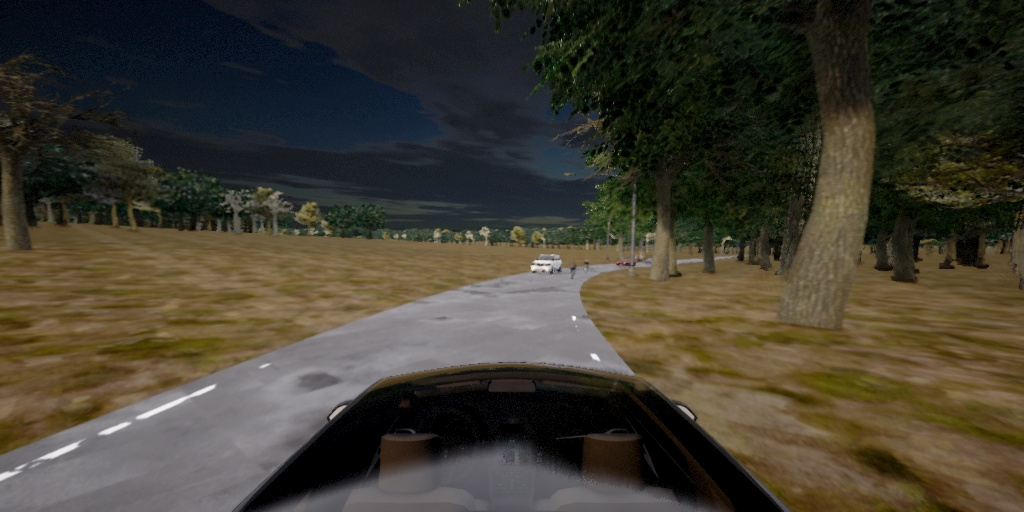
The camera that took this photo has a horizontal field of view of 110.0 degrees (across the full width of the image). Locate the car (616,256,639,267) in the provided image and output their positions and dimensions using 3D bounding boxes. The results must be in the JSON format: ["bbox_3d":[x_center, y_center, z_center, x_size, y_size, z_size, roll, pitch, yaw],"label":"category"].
[{"bbox_3d":[19.396,1.141,61.087,1.895,1.301,4.718,3,2,37],"label":"car"}]

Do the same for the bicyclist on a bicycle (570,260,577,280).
[{"bbox_3d":[5.207,1.195,30.449,0.582,1.620,1.656,2,0,16],"label":"bicyclist on a bicycle"}]

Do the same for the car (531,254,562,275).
[{"bbox_3d":[3.756,0.830,38.185,2.150,2.045,5.566,2,1,21],"label":"car"}]

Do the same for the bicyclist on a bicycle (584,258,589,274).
[{"bbox_3d":[8.078,1.086,38.668,0.659,1.776,1.843,2,1,22],"label":"bicyclist on a bicycle"}]
